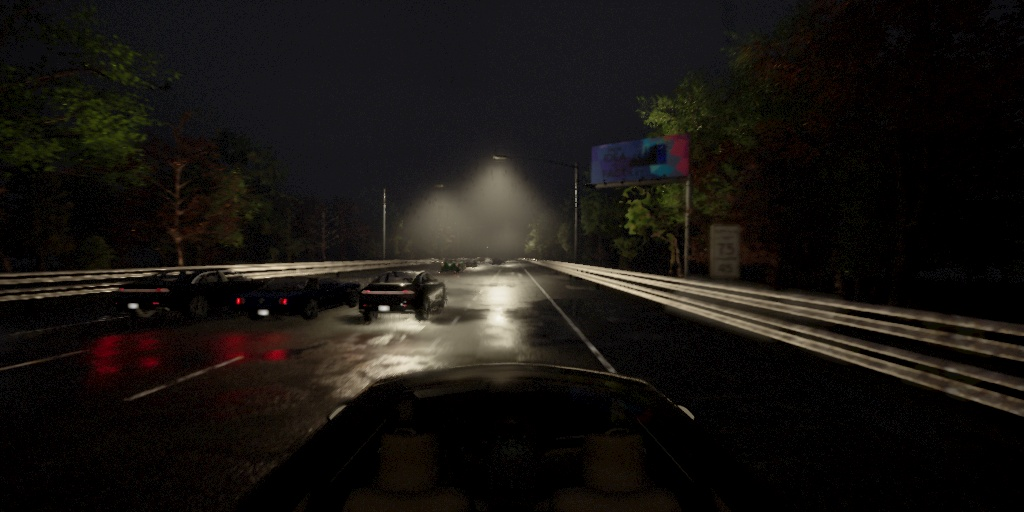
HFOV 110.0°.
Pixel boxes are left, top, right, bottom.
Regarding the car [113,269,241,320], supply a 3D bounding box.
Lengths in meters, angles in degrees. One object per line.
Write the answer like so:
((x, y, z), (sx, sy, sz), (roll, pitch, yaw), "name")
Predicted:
((-10.479, 1.175, 12.356), (2.128, 1.511, 4.902), (0, 0, 0), "car")

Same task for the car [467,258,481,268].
((-6.841, 1.219, 59.993), (2.128, 1.511, 4.902), (0, 0, 0), "car")

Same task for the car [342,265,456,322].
((-3.484, 1.219, 12.213), (2.128, 1.511, 4.902), (0, 0, 0), "car")

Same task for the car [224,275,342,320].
((-6.979, 1.306, 12.306), (1.895, 1.301, 4.718), (0, 0, 0), "car")

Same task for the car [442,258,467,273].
((-6.896, 1.056, 41.912), (2.097, 1.767, 4.553), (0, 0, 0), "car")
